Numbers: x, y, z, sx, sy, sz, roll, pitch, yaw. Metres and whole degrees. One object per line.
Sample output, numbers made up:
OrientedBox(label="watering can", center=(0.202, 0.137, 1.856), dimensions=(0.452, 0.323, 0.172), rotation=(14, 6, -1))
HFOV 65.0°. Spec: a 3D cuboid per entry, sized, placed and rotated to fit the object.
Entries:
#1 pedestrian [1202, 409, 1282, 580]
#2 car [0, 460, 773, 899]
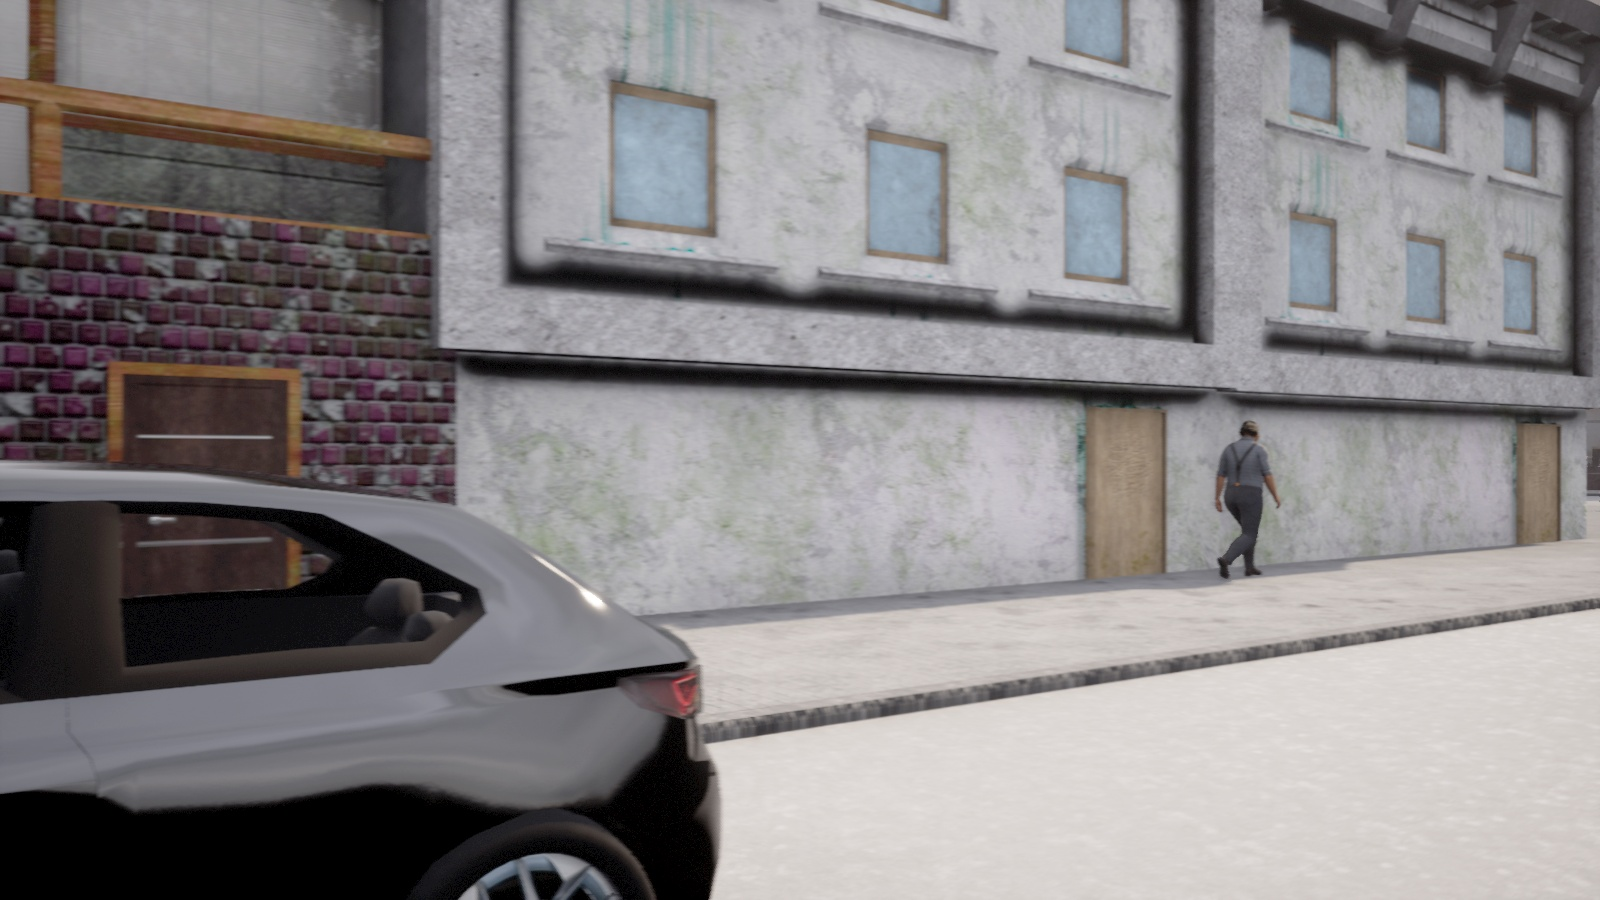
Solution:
OrientedBox(label="pedestrian", center=(4.915, 0.478, 13.967), dimensions=(0.694, 1.848, 0.540), rotation=(0, 0, -37))
OrientedBox(label="car", center=(-2.308, 0.770, 2.660), dimensions=(4.193, 1.474, 1.816), rotation=(0, 0, -35))
